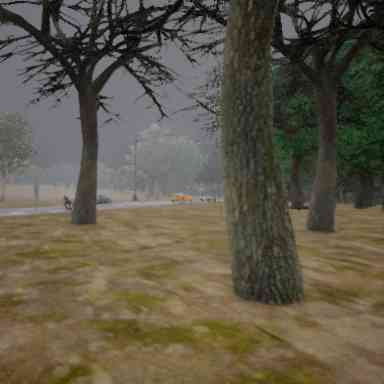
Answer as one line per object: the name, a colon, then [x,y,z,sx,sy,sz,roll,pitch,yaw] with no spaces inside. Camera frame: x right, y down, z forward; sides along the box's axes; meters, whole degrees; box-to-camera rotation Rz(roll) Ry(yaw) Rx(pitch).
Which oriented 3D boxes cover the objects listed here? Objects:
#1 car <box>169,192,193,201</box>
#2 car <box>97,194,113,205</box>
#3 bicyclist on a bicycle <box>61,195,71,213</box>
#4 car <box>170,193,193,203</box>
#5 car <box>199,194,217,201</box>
car: [-1.816,0.842,58.958,2.128,1.511,4.902,2,0,26]
car: [-11.943,0.963,41.515,1.994,1.385,4.181,2,2,33]
bicyclist on a bicycle: [-11.599,1.117,30.612,1.656,1.620,0.582,0,1,36]
car: [-1.520,0.886,52.968,1.882,1.535,5.008,2,1,28]
car: [3.093,1.073,62.333,1.895,1.301,4.718,2,0,23]
